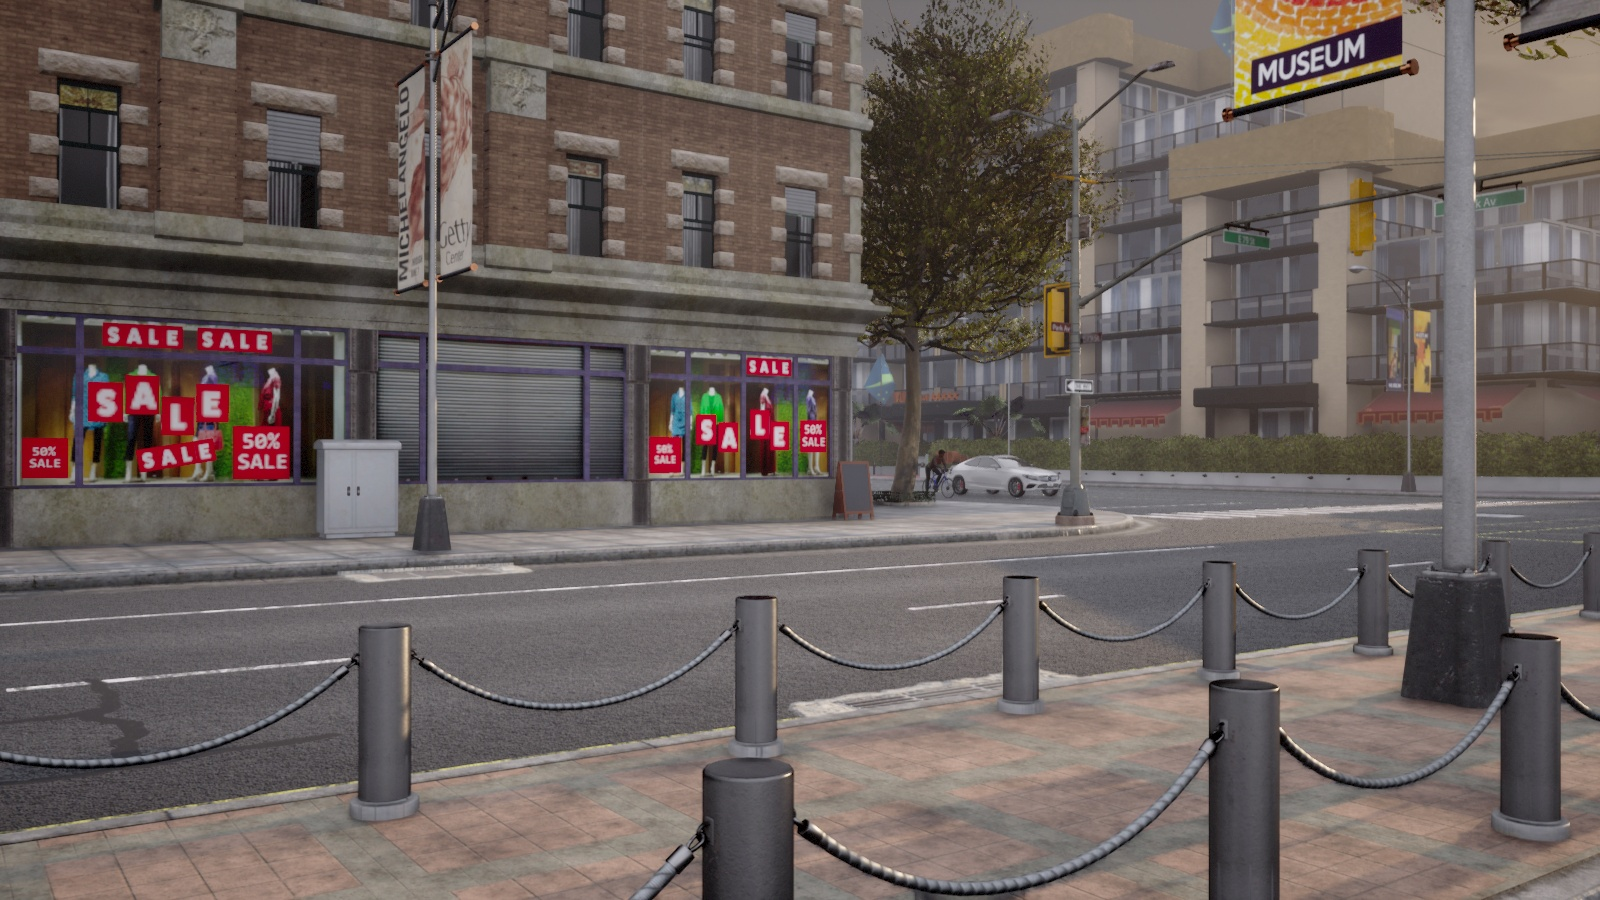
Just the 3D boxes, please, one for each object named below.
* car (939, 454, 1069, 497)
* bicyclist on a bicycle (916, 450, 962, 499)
[{"bbox_3d":[7.158,0.870,44.514,1.812,1.442,4.674,0,0,-35],"label":"car"},{"bbox_3d":[4.636,0.796,42.017,0.582,1.620,1.656,0,0,-35],"label":"bicyclist on a bicycle"}]
